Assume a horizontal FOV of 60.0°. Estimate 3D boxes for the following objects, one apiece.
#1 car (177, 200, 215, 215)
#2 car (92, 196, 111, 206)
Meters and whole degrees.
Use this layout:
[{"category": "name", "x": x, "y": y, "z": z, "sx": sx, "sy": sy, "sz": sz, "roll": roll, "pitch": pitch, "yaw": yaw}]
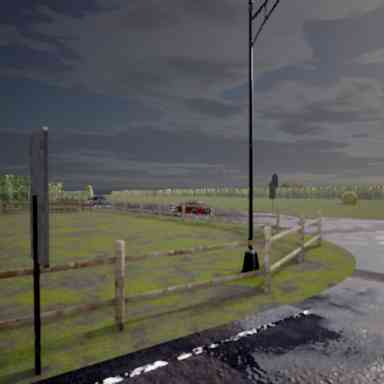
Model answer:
[{"category": "car", "x": 0.320, "y": 1.461, "z": 31.628, "sx": 1.994, "sy": 1.385, "sz": 4.181, "roll": -1, "pitch": 1, "yaw": -35}, {"category": "car", "x": -14.449, "y": 1.361, "z": 52.502, "sx": 1.812, "sy": 1.442, "sz": 4.674, "roll": -1, "pitch": 0, "yaw": -35}]
